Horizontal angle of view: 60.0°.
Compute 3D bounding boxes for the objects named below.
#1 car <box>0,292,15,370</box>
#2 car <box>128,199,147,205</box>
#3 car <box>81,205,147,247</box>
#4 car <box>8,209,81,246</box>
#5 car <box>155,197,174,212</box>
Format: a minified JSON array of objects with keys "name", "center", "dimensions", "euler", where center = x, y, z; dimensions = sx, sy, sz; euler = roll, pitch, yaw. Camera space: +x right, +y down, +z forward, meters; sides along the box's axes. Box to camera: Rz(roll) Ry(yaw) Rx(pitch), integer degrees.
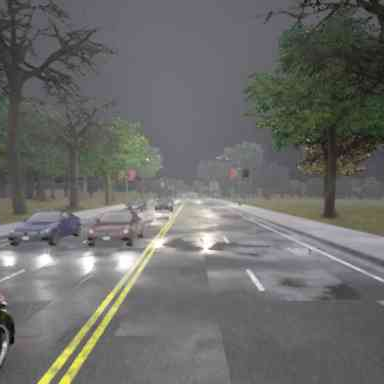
[{"name":"car","center":[-3.341,1.571,2.692],"dimensions":[1.994,1.385,4.181],"euler":[0,0,1]},{"name":"car","center":[-6.543,1.584,40.214],"dimensions":[2.128,1.511,4.902],"euler":[0,0,0]},{"name":"car","center":[-3.347,1.556,15.348],"dimensions":[1.812,1.442,4.674],"euler":[0,0,0]},{"name":"car","center":[-6.598,1.558,15.518],"dimensions":[1.812,1.442,4.674],"euler":[0,0,0]},{"name":"car","center":[-3.293,1.441,40.248],"dimensions":[2.097,1.767,4.553],"euler":[0,0,0]}]
